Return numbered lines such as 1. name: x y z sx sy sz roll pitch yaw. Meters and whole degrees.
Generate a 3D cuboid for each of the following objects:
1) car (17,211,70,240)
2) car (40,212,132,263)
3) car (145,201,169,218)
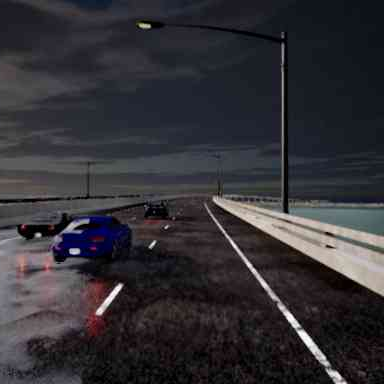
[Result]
1. car: -6.832 1.630 17.044 1.895 1.301 4.718 0 0 0
2. car: -3.374 1.546 11.900 1.812 1.442 4.674 0 0 0
3. car: -3.199 1.545 30.979 2.128 1.511 4.902 0 0 1
